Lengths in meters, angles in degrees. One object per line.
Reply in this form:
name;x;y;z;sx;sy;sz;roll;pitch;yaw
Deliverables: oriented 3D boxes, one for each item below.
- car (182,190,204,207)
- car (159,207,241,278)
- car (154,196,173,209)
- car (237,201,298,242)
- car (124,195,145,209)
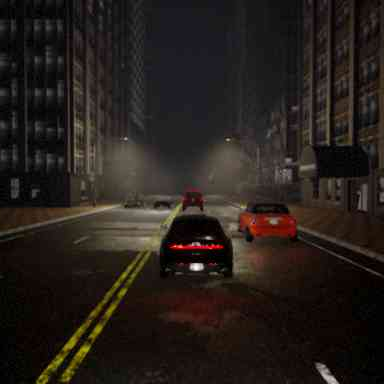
car;0.098;0.834;35.454;2.150;2.045;5.566;0;1;0
car;0.100;1.400;9.805;1.837;1.490;4.892;0;0;0
car;-3.253;1.185;37.898;1.895;1.301;4.718;0;1;0
car;3.329;1.187;15.476;2.097;1.767;4.553;0;1;2
car;-6.503;1.125;37.935;1.837;1.490;4.892;0;1;0
